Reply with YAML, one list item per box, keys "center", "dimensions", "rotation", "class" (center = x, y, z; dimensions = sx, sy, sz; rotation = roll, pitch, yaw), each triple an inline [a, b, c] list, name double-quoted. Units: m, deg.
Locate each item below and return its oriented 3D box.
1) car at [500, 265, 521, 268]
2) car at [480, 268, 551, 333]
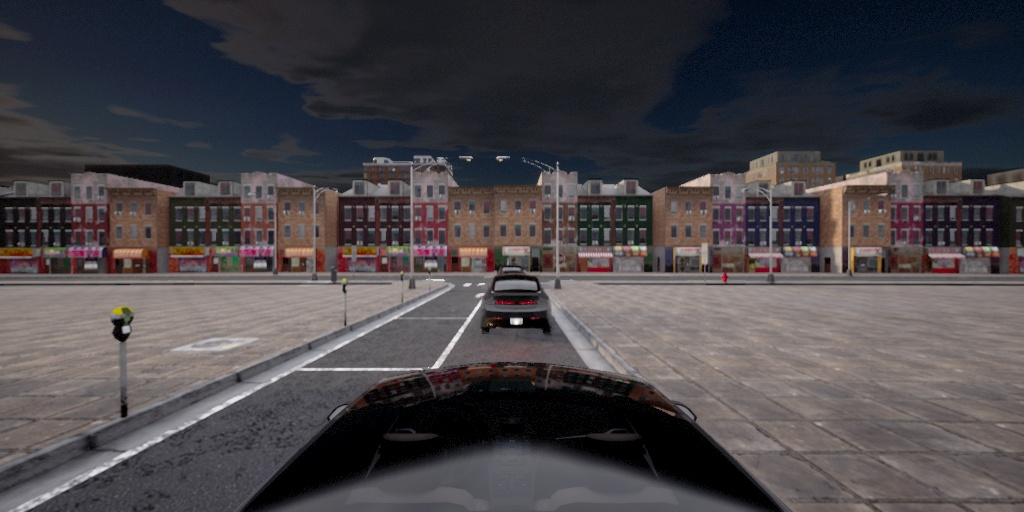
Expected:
- center: [-0.117, 1.346, 23.355]
  dimensions: [1.837, 1.490, 4.892]
  rotation: [0, 0, -3]
  class: "car"
- center: [0.099, 1.294, 10.920]
  dimensions: [1.837, 1.490, 4.892]
  rotation: [0, 0, 0]
  class: "car"
